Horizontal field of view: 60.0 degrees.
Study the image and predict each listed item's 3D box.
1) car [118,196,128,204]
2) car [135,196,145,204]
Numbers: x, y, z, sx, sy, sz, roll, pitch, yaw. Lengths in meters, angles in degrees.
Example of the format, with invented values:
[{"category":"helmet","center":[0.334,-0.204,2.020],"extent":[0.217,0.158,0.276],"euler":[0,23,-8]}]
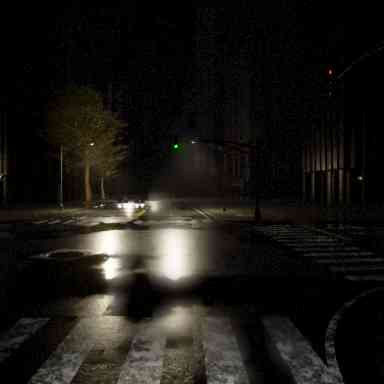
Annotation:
[{"category":"car","center":[-13.704,1.550,66.340],"extent":[2.128,1.511,4.902],"euler":[0,0,-9]},{"category":"car","center":[-10.492,1.551,66.838],"extent":[2.128,1.511,4.902],"euler":[0,0,-9]}]
